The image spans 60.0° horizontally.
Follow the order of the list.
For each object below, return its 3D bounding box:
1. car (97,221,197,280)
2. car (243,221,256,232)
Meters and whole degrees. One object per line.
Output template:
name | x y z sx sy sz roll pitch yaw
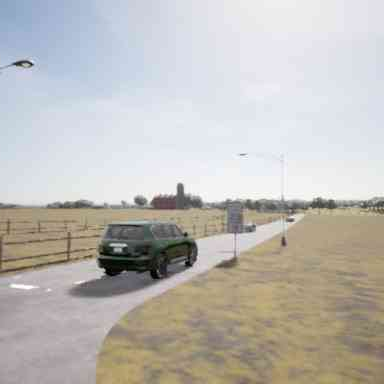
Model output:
car | -1.553 2.199 13.510 2.150 2.045 5.566 -1 -5 20
car | 8.047 5.013 48.376 2.128 1.511 4.902 -1 -4 20
